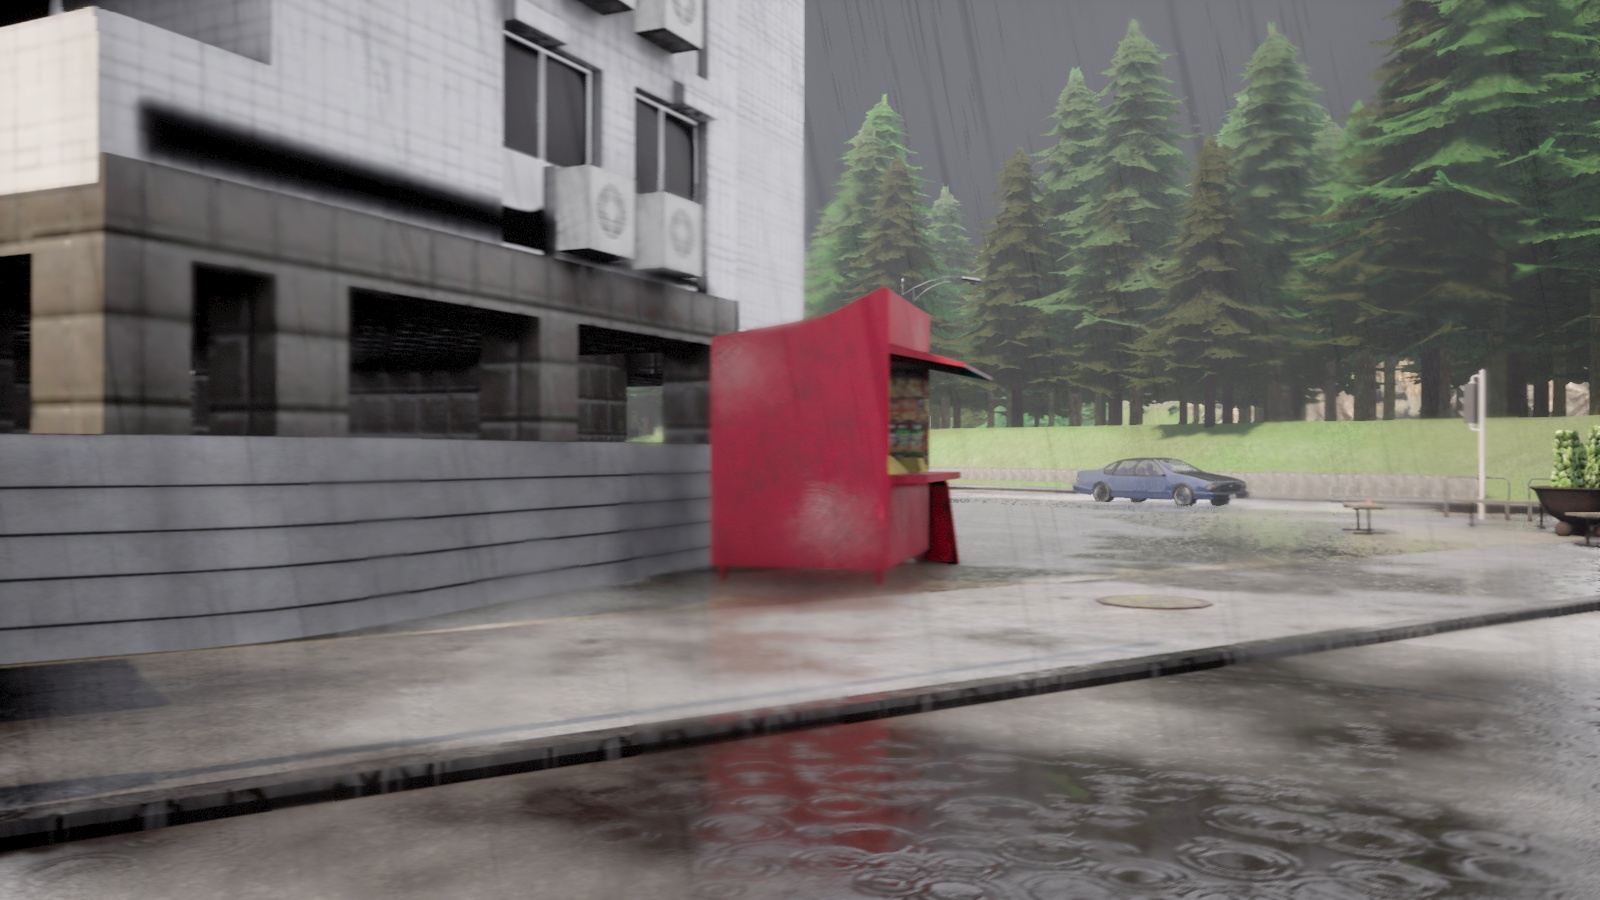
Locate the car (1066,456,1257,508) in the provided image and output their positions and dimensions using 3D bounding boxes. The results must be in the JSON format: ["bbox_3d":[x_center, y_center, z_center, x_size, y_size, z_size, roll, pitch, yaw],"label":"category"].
[{"bbox_3d":[10.560,0.882,37.117,2.033,1.411,5.357,0,0,-35],"label":"car"}]
